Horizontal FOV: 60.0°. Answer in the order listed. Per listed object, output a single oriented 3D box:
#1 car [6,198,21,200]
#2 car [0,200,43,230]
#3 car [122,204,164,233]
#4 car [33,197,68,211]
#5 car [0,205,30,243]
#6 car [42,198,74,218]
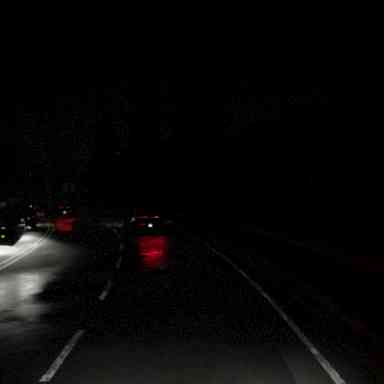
[{"bbox_3d":[-13.305,1.486,25.366,1.837,1.490,4.892,0,0,-30],"label":"car"},{"bbox_3d":[-10.683,1.479,20.774,2.128,1.511,4.902,0,0,-24],"label":"car"},{"bbox_3d":[-2.935,1.494,19.693,1.837,1.490,4.892,0,0,-18],"label":"car"},{"bbox_3d":[-17.721,1.464,41.463,4.902,1.511,2.128,0,0,41],"label":"car"},{"bbox_3d":[-9.198,1.552,15.629,1.994,1.385,4.181,0,0,-18],"label":"car"},{"bbox_3d":[-12.064,1.483,30.050,1.837,1.490,4.892,0,0,-34],"label":"car"}]
